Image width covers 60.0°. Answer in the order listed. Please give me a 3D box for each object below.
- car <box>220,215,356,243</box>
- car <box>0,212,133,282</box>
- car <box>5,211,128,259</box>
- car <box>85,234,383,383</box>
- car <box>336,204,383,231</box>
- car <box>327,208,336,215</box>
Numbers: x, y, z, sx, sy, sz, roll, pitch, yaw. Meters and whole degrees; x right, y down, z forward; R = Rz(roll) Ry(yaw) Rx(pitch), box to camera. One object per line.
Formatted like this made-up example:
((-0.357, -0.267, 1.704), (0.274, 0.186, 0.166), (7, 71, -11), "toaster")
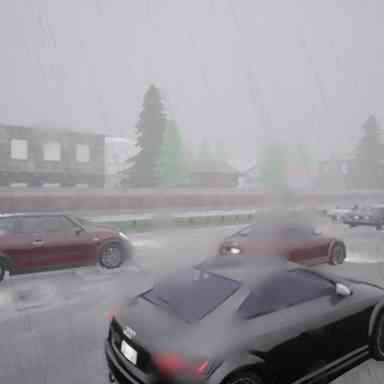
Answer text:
((2.793, 1.550, 10.042), (4.181, 1.385, 1.994), (0, 0, -35), "car")
((-4.001, 1.348, 9.504), (4.553, 1.767, 2.097), (0, 0, -35), "car")
((-4.890, 1.558, 13.165), (4.181, 1.385, 1.994), (0, 0, -35), "car")
((1.007, 1.558, 4.475), (4.181, 1.385, 1.994), (0, 0, -35), "car")
((11.468, 1.510, 20.527), (5.357, 1.411, 2.033), (0, 0, -35), "car")
((12.512, 1.557, 25.571), (4.718, 1.301, 1.895), (0, 0, -35), "car")
